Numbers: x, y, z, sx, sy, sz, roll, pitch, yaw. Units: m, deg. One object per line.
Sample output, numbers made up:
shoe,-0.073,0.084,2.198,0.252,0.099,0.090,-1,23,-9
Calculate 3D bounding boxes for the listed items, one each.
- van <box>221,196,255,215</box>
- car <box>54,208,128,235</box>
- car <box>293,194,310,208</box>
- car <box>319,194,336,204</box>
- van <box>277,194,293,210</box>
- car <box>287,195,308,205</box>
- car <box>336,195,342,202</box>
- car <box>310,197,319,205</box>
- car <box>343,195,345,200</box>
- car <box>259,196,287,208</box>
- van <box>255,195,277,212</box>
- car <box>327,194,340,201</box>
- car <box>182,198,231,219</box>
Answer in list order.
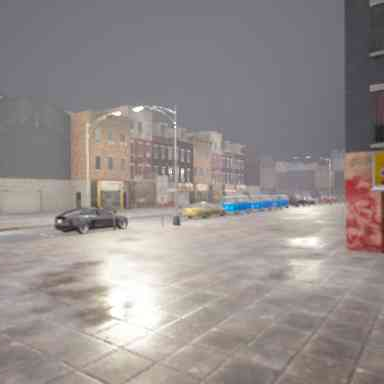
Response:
van,4.316,1.270,32.524,1.690,1.788,3.998,0,0,36
car,-5.568,1.543,18.717,1.947,1.339,4.313,0,0,36
car,14.200,1.199,46.331,2.192,1.841,5.009,0,0,36
car,24.085,1.281,60.137,1.967,1.590,4.097,0,0,36
van,10.905,1.240,41.728,1.690,1.788,3.998,0,0,36
car,17.599,1.351,55.512,1.882,1.535,5.008,0,0,35
car,27.380,1.409,64.740,1.802,1.307,4.206,0,0,36
car,17.495,1.310,50.933,1.967,1.590,4.097,0,0,36
car,34.864,1.349,76.374,2.008,1.369,4.403,0,0,36
car,11.533,1.391,47.021,2.128,1.511,4.902,0,0,36
van,7.611,1.255,37.126,1.690,1.788,3.998,0,0,36
car,33.224,1.249,78.165,1.967,1.590,4.097,0,0,36
car,1.120,1.470,28.060,1.752,1.417,4.829,0,0,36
